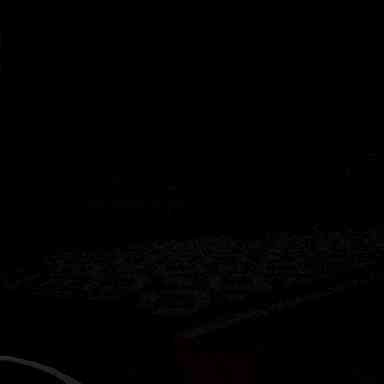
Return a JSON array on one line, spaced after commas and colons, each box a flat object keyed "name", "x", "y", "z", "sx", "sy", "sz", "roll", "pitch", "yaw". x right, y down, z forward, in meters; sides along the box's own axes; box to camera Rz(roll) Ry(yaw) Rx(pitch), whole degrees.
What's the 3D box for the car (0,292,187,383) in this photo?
[{"name": "car", "x": -2.291, "y": 1.491, "z": 1.734, "sx": 4.902, "sy": 1.511, "sz": 2.128, "roll": 0, "pitch": 0, "yaw": -36}]
